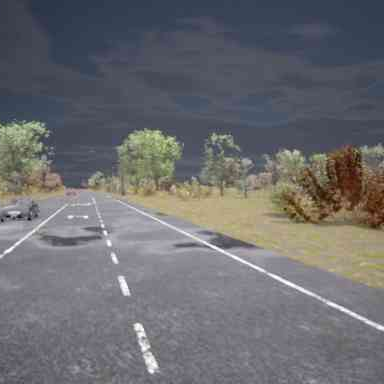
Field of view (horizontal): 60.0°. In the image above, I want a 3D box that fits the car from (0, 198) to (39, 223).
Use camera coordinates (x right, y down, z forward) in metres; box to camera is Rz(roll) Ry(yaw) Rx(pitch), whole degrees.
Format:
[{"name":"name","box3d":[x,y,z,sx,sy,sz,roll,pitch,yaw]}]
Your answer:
[{"name":"car","box3d":[-12.019,1.220,23.417,2.128,1.511,4.902,-1,1,-17]}]
